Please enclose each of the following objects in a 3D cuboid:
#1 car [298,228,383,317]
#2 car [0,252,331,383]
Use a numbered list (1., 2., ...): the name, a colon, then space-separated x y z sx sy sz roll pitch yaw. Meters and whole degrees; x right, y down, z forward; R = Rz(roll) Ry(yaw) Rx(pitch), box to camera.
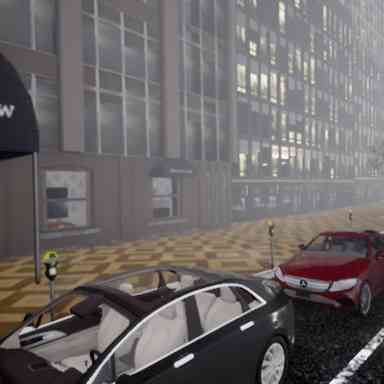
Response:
1. car: 3.403 1.501 7.305 1.802 1.307 4.206 -1 0 45
2. car: -0.582 1.543 3.253 2.008 1.369 4.403 -1 0 45
